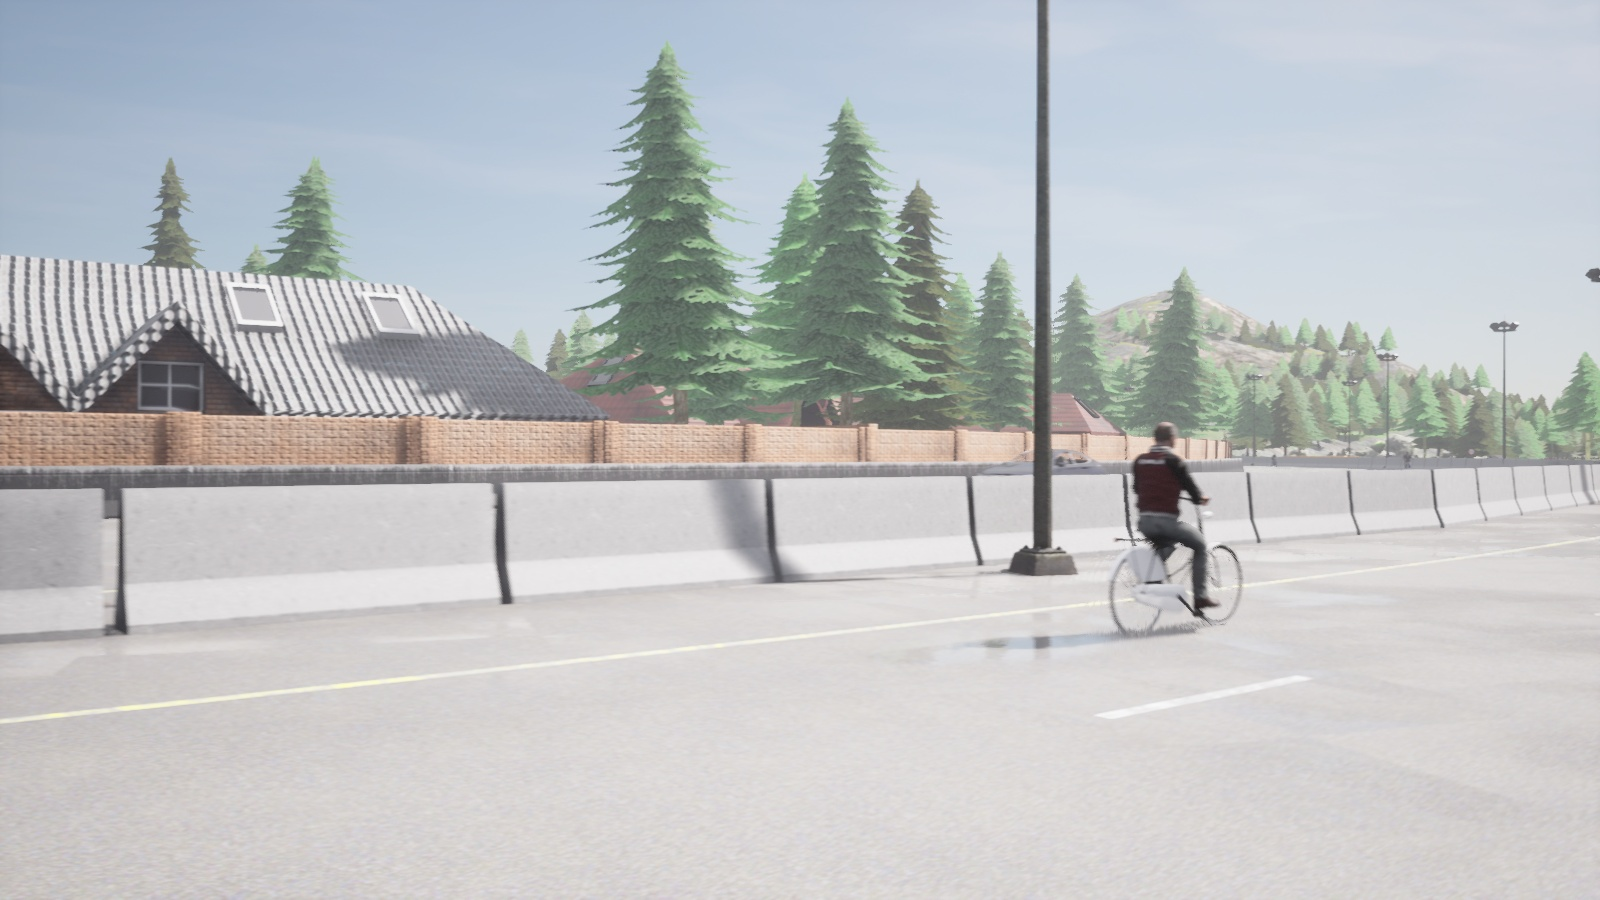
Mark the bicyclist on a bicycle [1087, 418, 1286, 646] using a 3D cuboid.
[{"bbox_3d":[3.283,0.637,10.592,1.843,1.776,0.659,0,0,-38],"label":"bicyclist on a bicycle"}]

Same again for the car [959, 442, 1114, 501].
[{"bbox_3d":[7.154,0.611,37.659,2.152,1.651,5.027,0,0,44],"label":"car"}]
